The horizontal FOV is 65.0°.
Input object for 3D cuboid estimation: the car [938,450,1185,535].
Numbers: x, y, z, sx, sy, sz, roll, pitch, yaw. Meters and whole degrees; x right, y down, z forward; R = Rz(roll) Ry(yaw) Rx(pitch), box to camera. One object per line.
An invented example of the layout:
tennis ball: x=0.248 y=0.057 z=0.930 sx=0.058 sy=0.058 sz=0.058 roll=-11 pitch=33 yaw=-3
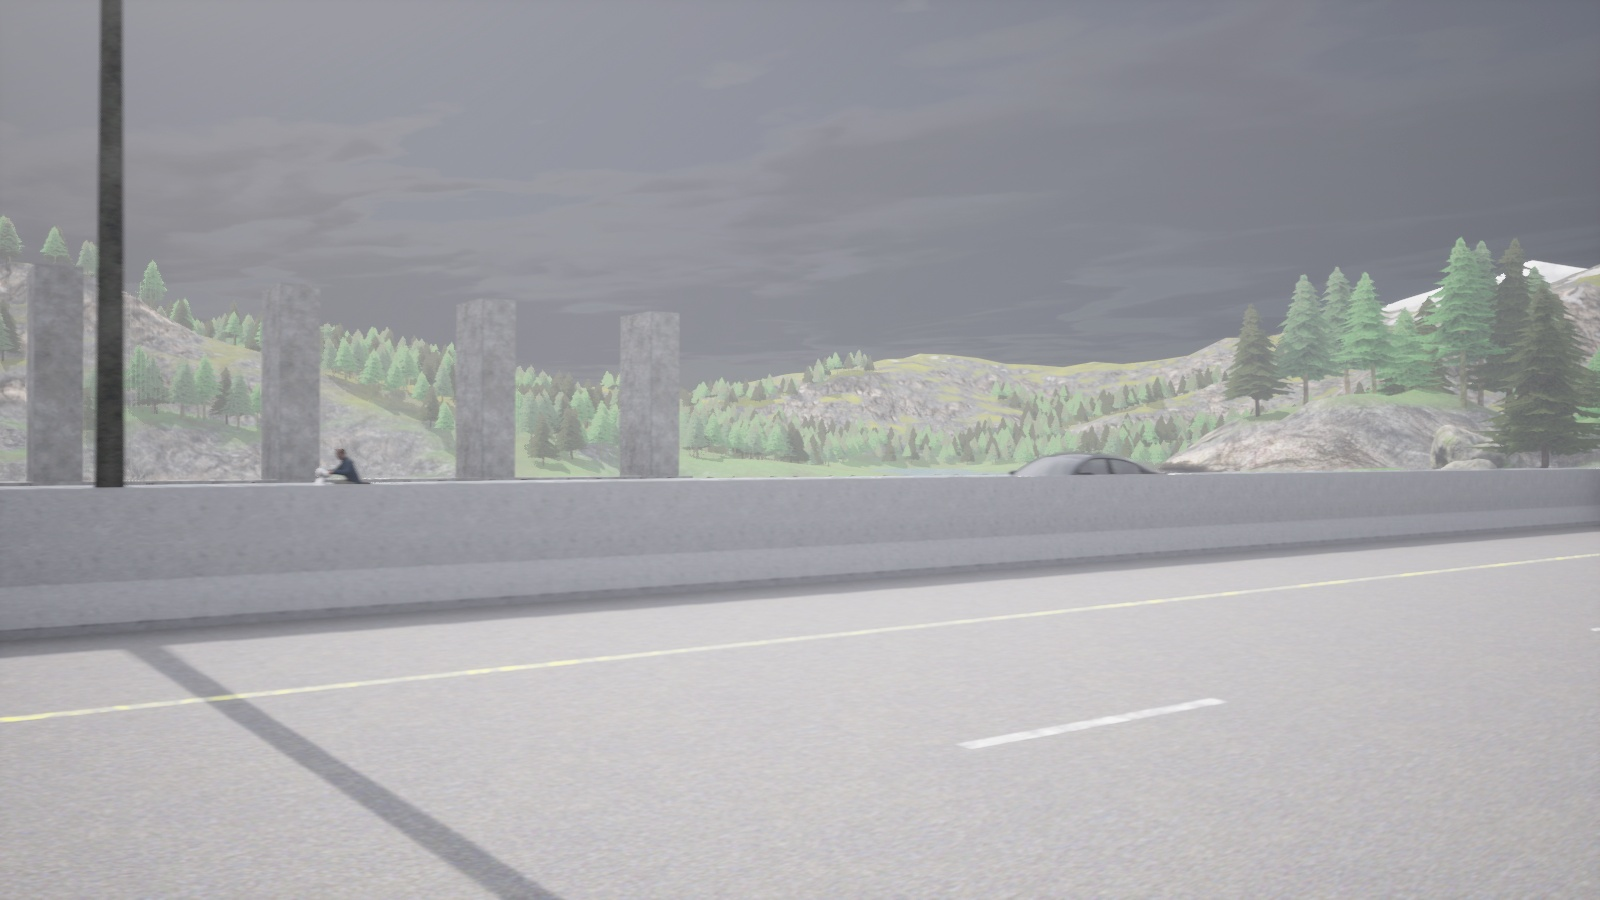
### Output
car: x=5.222 y=0.773 z=24.691 sx=5.008 sy=1.535 sz=1.882 roll=0 pitch=0 yaw=-36

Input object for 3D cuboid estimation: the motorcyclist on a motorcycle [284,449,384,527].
motorcyclist on a motorcycle: x=-9.904 y=0.787 z=26.682 sx=1.817 sy=1.590 sz=0.866 roll=0 pitch=0 yaw=-36
